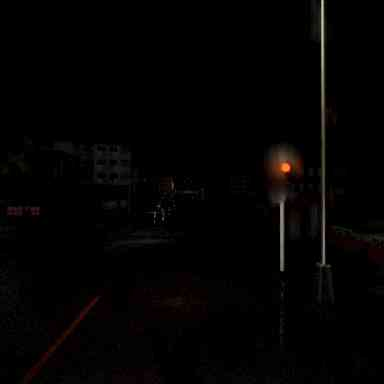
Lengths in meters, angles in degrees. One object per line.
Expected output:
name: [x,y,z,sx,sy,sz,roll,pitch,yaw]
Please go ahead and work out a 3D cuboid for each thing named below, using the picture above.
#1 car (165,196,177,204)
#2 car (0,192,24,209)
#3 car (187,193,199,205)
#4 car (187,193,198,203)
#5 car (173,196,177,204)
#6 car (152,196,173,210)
car: [-3.966,1.477,63.162,1.882,1.535,5.008,0,0,0]
car: [-19.709,0.985,34.940,1.905,1.878,3.866,0,0,35]
car: [0.183,1.352,59.327,2.097,1.767,4.553,0,0,0]
car: [0.104,1.225,72.303,2.150,2.045,5.566,0,0,0]
car: [-4.019,1.491,52.987,2.128,1.511,4.902,0,0,0]
car: [-4.040,1.491,43.023,2.128,1.511,4.902,0,0,0]
